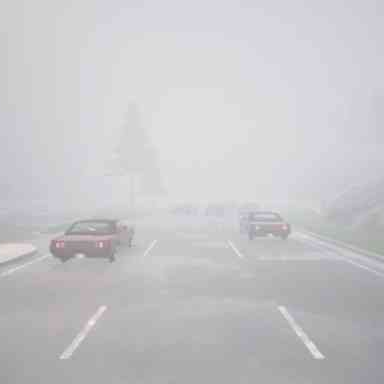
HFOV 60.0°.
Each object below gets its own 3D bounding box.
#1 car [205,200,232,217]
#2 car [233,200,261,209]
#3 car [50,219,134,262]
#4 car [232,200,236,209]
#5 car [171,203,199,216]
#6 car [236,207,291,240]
[{"bbox_3d":[2.576,1.701,34.069,1.812,1.442,4.674,0,0,15],"label":"car"},{"bbox_3d":[5.697,1.715,32.567,2.033,1.411,5.357,0,0,16],"label":"car"},{"bbox_3d":[-3.394,1.665,12.354,1.895,1.301,4.718,0,0,0],"label":"car"},{"bbox_3d":[5.349,1.752,44.068,1.812,1.442,4.674,0,0,16],"label":"car"},{"bbox_3d":[-0.678,1.784,35.576,1.895,1.301,4.718,0,0,15],"label":"car"},{"bbox_3d":[3.658,1.691,17.542,1.895,1.301,4.718,0,0,1],"label":"car"}]
